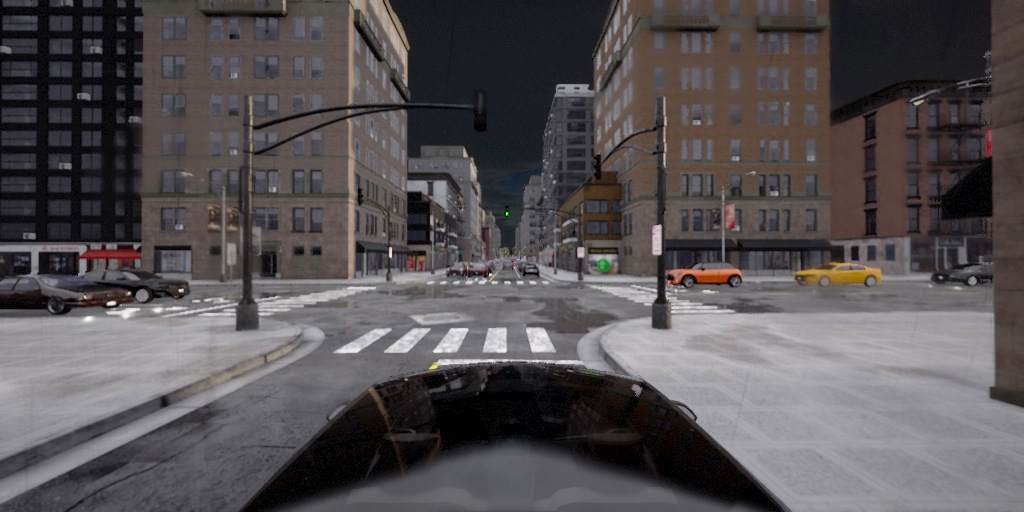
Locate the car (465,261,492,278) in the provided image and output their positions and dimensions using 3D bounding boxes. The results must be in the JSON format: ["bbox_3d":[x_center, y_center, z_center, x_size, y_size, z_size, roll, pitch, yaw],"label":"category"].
[{"bbox_3d":[-3.443,1.444,37.527,1.882,1.535,5.008,0,0,0],"label":"car"}]

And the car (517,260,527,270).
[{"bbox_3d":[1.956,1.633,50.408,1.802,1.307,4.207,0,0,0],"label":"car"}]

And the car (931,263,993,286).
[{"bbox_3d":[31.375,1.235,24.215,4.892,1.490,1.837,0,0,-1],"label":"car"}]

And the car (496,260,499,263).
[{"bbox_3d":[-3.567,1.702,57.260,1.895,1.301,4.718,0,0,0],"label":"car"}]

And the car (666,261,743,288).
[{"bbox_3d":[12.706,1.164,23.992,4.553,1.767,2.097,0,0,-1],"label":"car"}]

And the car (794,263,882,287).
[{"bbox_3d":[21.810,1.250,24.105,5.008,1.535,1.882,0,0,-1],"label":"car"}]

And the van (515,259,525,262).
[{"bbox_3d":[1.879,1.471,61.428,1.690,1.789,3.998,0,0,0],"label":"van"}]

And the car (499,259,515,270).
[{"bbox_3d":[-0.669,1.629,62.923,2.128,1.511,4.902,0,-1,-1],"label":"car"}]

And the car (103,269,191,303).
[{"bbox_3d":[-18.141,1.369,16.921,5.008,1.535,1.882,0,0,-1],"label":"car"}]

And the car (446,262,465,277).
[{"bbox_3d":[-5.993,1.418,39.331,1.967,1.591,4.097,0,0,0],"label":"car"}]

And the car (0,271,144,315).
[{"bbox_3d":[-17.792,1.416,13.702,5.357,1.411,2.033,0,0,3],"label":"car"}]

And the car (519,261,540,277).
[{"bbox_3d":[2.032,1.543,39.386,1.948,1.339,4.313,0,0,0],"label":"car"}]

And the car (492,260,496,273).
[{"bbox_3d":[-3.507,1.535,47.121,1.837,1.490,4.892,0,0,0],"label":"car"}]

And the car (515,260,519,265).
[{"bbox_3d":[1.917,1.656,55.918,1.948,1.339,4.313,0,0,0],"label":"car"}]
